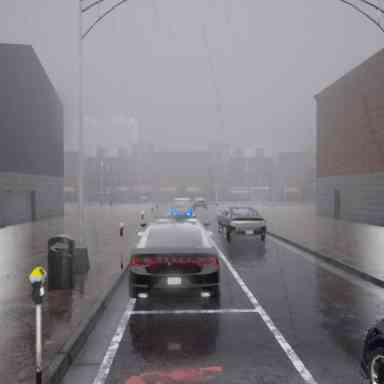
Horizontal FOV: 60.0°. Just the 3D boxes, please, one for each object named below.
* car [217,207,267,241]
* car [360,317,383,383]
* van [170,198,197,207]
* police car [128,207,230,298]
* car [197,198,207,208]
[{"bbox_3d":[2.336,1.492,16.578,2.128,1.511,4.902,0,0,-2],"label":"car"},{"bbox_3d":[2.961,1.563,2.081,1.994,1.385,4.181,0,0,-2],"label":"car"},{"bbox_3d":[-0.797,1.344,25.401,1.690,1.788,3.998,-1,0,-2],"label":"van"},{"bbox_3d":[-0.436,1.424,8.663,1.930,1.638,5.238,0,0,-2],"label":"police car"},{"bbox_3d":[1.000,1.521,45.095,1.837,1.490,4.892,0,0,-2],"label":"car"}]
